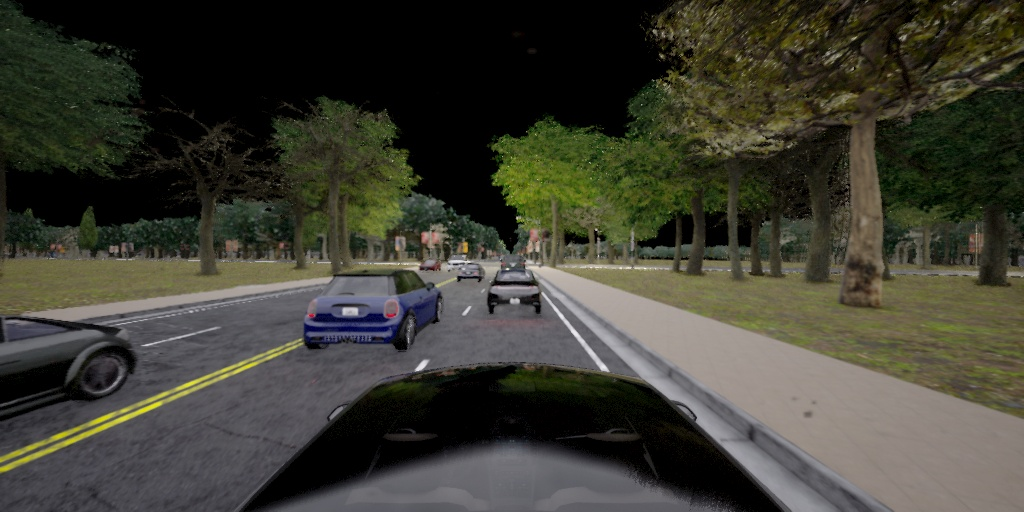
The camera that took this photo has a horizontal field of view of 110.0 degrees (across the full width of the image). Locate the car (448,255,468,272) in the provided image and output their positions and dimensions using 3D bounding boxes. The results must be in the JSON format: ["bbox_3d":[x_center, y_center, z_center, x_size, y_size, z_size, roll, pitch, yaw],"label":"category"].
[{"bbox_3d":[-6.594,0.913,44.326,2.150,2.045,5.566,0,0,0],"label":"car"}]

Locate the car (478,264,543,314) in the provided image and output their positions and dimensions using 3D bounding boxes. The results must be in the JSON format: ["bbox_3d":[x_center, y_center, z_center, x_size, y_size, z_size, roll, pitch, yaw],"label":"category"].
[{"bbox_3d":[0.098,1.217,13.647,2.128,1.511,4.902,0,0,0],"label":"car"}]

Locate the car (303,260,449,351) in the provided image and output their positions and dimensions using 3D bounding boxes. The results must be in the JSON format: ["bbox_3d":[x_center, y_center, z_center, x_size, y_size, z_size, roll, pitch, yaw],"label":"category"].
[{"bbox_3d":[-3.153,1.091,9.150,2.097,1.767,4.553,0,0,0],"label":"car"}]

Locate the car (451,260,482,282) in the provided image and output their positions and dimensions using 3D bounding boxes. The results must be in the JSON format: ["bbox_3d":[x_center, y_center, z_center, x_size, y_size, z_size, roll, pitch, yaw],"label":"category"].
[{"bbox_3d":[-3.151,1.251,28.099,2.033,1.411,5.357,0,0,0],"label":"car"}]

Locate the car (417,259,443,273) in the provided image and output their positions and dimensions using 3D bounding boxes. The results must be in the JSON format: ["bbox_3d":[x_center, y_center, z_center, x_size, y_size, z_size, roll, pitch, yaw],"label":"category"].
[{"bbox_3d":[-9.840,1.171,43.398,1.882,1.535,5.008,0,0,0],"label":"car"}]

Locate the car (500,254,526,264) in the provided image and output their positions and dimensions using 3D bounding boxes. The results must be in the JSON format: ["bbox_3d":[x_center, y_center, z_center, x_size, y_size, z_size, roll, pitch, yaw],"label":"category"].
[{"bbox_3d":[0.095,0.912,31.898,2.150,2.045,5.566,0,-1,0],"label":"car"}]

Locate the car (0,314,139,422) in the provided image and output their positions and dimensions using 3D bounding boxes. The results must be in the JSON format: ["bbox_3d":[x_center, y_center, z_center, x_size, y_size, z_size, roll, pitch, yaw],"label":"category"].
[{"bbox_3d":[-6.600,1.310,3.592,1.994,1.385,4.181,0,0,0],"label":"car"}]
